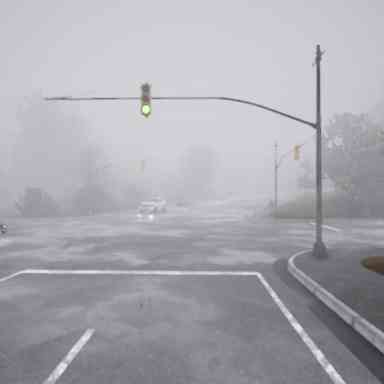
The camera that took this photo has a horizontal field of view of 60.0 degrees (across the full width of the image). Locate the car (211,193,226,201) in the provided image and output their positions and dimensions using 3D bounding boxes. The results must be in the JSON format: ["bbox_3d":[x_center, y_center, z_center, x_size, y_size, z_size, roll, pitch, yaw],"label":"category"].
[{"bbox_3d":[5.615,1.110,70.923,1.837,1.490,4.892,0,3,27],"label":"car"}]

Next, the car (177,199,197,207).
[{"bbox_3d":[-0.910,1.857,57.211,1.895,1.301,4.718,0,2,23],"label":"car"}]

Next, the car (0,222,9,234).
[{"bbox_3d":[-12.790,1.778,17.706,5.357,1.411,2.033,0,-1,3],"label":"car"}]

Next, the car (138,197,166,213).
[{"bbox_3d":[-5.223,1.714,44.651,2.150,2.045,5.566,0,0,15],"label":"car"}]
